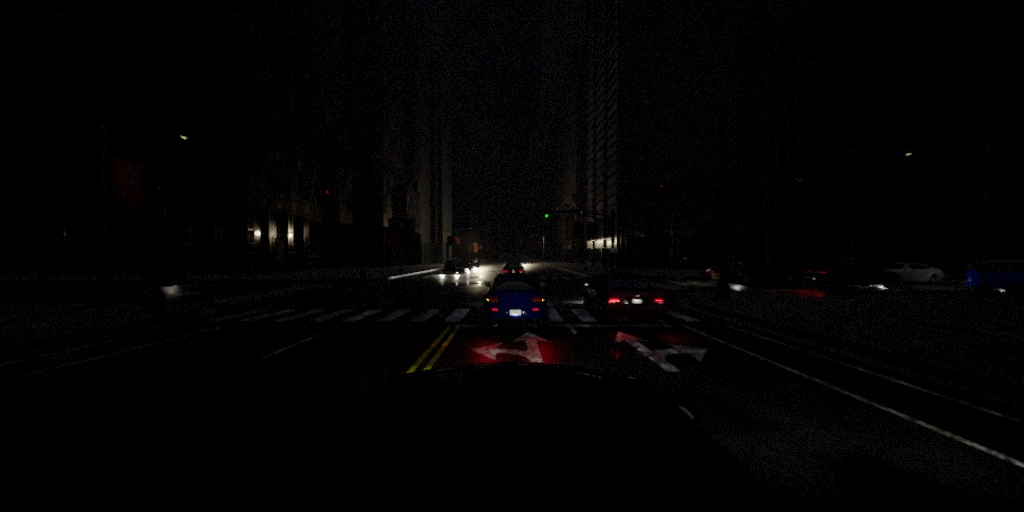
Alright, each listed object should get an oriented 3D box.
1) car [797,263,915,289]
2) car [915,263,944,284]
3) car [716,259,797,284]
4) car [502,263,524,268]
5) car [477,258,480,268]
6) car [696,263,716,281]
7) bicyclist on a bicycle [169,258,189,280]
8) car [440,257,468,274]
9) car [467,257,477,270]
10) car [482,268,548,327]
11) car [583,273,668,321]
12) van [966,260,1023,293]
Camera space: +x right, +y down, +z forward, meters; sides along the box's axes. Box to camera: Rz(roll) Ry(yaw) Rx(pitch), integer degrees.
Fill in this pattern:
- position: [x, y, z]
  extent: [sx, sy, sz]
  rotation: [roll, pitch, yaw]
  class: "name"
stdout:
- position: [21.180, 1.211, 22.263]
  extent: [4.902, 1.511, 2.128]
  rotation: [0, 1, 0]
  class: "car"
- position: [27.656, 1.190, 25.399]
  extent: [4.674, 1.442, 1.812]
  rotation: [0, 1, 0]
  class: "car"
- position: [17.717, 1.153, 25.472]
  extent: [5.008, 1.535, 1.882]
  rotation: [0, 1, 0]
  class: "car"
- position: [0.108, 1.271, 31.144]
  extent: [2.033, 1.411, 5.357]
  rotation: [0, 0, 0]
  class: "car"
- position: [-6.486, 1.198, 60.747]
  extent: [2.128, 1.511, 4.902]
  rotation: [0, 0, 0]
  class: "car"
- position: [16.687, 1.077, 28.152]
  extent: [4.097, 1.591, 1.967]
  rotation: [0, 0, 0]
  class: "car"
- position: [-25.883, 1.009, 27.889]
  extent: [0.582, 1.620, 1.656]
  rotation: [0, 1, 0]
  class: "bicyclist on a bicycle"
- position: [-6.571, 1.194, 40.860]
  extent: [1.882, 1.535, 5.008]
  rotation: [0, 0, 1]
  class: "car"
- position: [-6.535, 1.216, 50.363]
  extent: [1.837, 1.490, 4.892]
  rotation: [0, 0, 0]
  class: "car"
- position: [0.091, 1.266, 11.390]
  extent: [1.812, 1.442, 4.674]
  rotation: [0, 0, 0]
  class: "car"
- position: [3.647, 1.287, 12.353]
  extent: [2.033, 1.411, 5.357]
  rotation: [0, 0, 5]
  class: "car"
- position: [27.521, 1.093, 19.564]
  extent: [3.998, 1.789, 1.690]
  rotation: [0, 0, 0]
  class: "van"
